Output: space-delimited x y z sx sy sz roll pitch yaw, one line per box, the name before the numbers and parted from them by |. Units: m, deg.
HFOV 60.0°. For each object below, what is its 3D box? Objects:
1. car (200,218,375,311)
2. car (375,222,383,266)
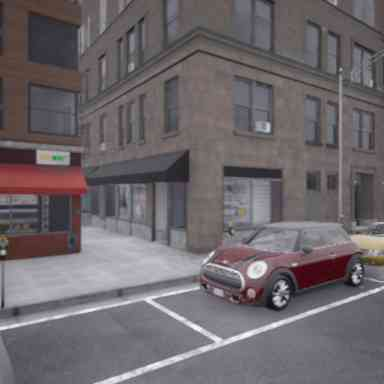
car | 2.150 1.449 7.707 4.097 1.590 1.967 0 0 -35
car | 6.510 1.543 10.802 4.829 1.417 1.752 0 0 -35
